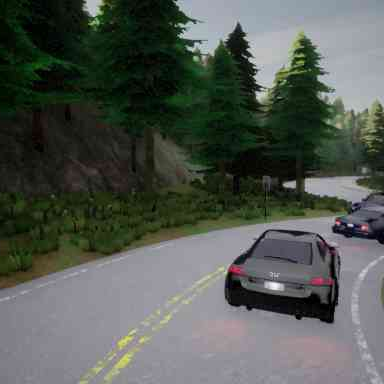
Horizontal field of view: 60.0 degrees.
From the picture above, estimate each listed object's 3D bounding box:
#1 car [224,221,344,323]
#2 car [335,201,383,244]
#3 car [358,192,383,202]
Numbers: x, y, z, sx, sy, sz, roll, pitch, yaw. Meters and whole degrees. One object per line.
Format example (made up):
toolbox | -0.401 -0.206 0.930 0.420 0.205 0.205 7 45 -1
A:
car | 2.205 1.532 7.417 1.994 1.385 4.181 2 1 24
car | 8.582 1.371 14.943 5.357 1.411 2.033 -1 5 -33
car | 11.901 0.849 20.876 4.553 1.767 2.097 -2 5 -31
